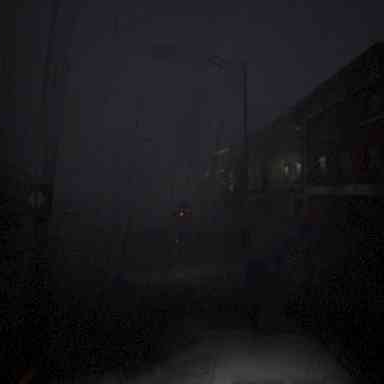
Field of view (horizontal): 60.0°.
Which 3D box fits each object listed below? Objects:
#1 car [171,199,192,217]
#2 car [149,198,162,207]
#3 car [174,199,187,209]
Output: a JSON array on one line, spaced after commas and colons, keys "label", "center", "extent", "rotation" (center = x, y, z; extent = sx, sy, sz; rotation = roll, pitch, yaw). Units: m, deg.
[{"label": "car", "center": [-0.982, 1.674, 31.761], "extent": [1.895, 1.301, 4.718], "rotation": [0, 0, -2]}, {"label": "car", "center": [-5.937, 1.709, 54.414], "extent": [1.994, 1.385, 4.181], "rotation": [0, 0, -2]}, {"label": "car", "center": [-1.673, 1.714, 48.557], "extent": [1.895, 1.301, 4.718], "rotation": [0, 0, -2]}]
